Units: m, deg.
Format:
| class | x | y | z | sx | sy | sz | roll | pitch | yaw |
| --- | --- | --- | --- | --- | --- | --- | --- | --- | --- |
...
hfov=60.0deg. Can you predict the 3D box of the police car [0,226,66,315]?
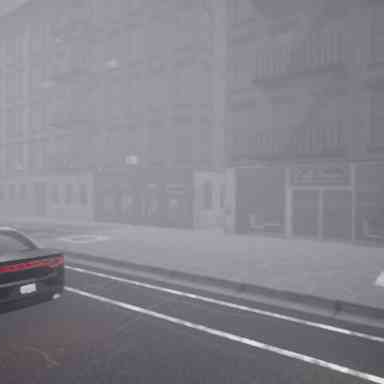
| class | x | y | z | sx | sy | sz | roll | pitch | yaw |
| --- | --- | --- | --- | --- | --- | --- | --- | --- | --- |
| police car | -4.793 | 1.368 | 6.977 | 5.238 | 1.638 | 1.930 | 1 | 0 | 35 |
